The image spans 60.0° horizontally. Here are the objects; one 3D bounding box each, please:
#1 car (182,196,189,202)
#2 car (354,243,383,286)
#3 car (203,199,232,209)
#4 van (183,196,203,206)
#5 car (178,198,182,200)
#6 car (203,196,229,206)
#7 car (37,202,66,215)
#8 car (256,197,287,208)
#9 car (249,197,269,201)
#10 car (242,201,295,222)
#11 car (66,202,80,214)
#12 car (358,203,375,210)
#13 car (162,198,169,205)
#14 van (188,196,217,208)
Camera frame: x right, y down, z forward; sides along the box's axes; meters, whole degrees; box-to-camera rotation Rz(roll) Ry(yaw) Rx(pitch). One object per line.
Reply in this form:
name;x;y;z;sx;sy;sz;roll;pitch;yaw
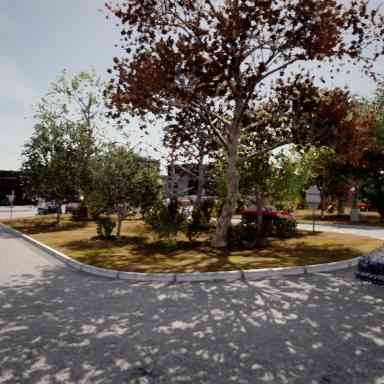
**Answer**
car;-2.337;1.926;66.957;2.185;1.767;4.553;1;0;-36
car;6.455;1.596;8.466;5.357;1.411;2.033;1;0;-32
car;4.284;2.043;56.418;1.946;1.575;5.366;1;0;-36
van;0.180;1.866;68.661;1.878;1.987;4.442;1;-1;-36
car;-4.833;2.022;65.429;1.946;1.575;5.366;1;0;-36
car;5.154;1.942;72.351;2.435;2.045;5.566;1;-1;-36
car;-17.547;1.942;40.942;2.185;1.767;4.553;-1;0;-35
car;15.387;2.028;64.689;2.435;2.045;5.566;2;-1;-36
car;10.966;1.912;61.482;2.435;2.045;5.566;2;-1;-36
car;6.210;1.858;27.183;2.097;1.767;4.553;3;-3;-35
car;-14.997;2.084;42.829;2.002;1.452;4.674;-1;0;-36
car;33.751;2.601;64.314;2.097;1.767;4.553;2;-1;-14
car;-4.313;2.037;50.000;2.033;1.411;5.357;0;0;-20
van;1.841;1.794;55.034;1.878;1.987;4.442;1;0;-36
